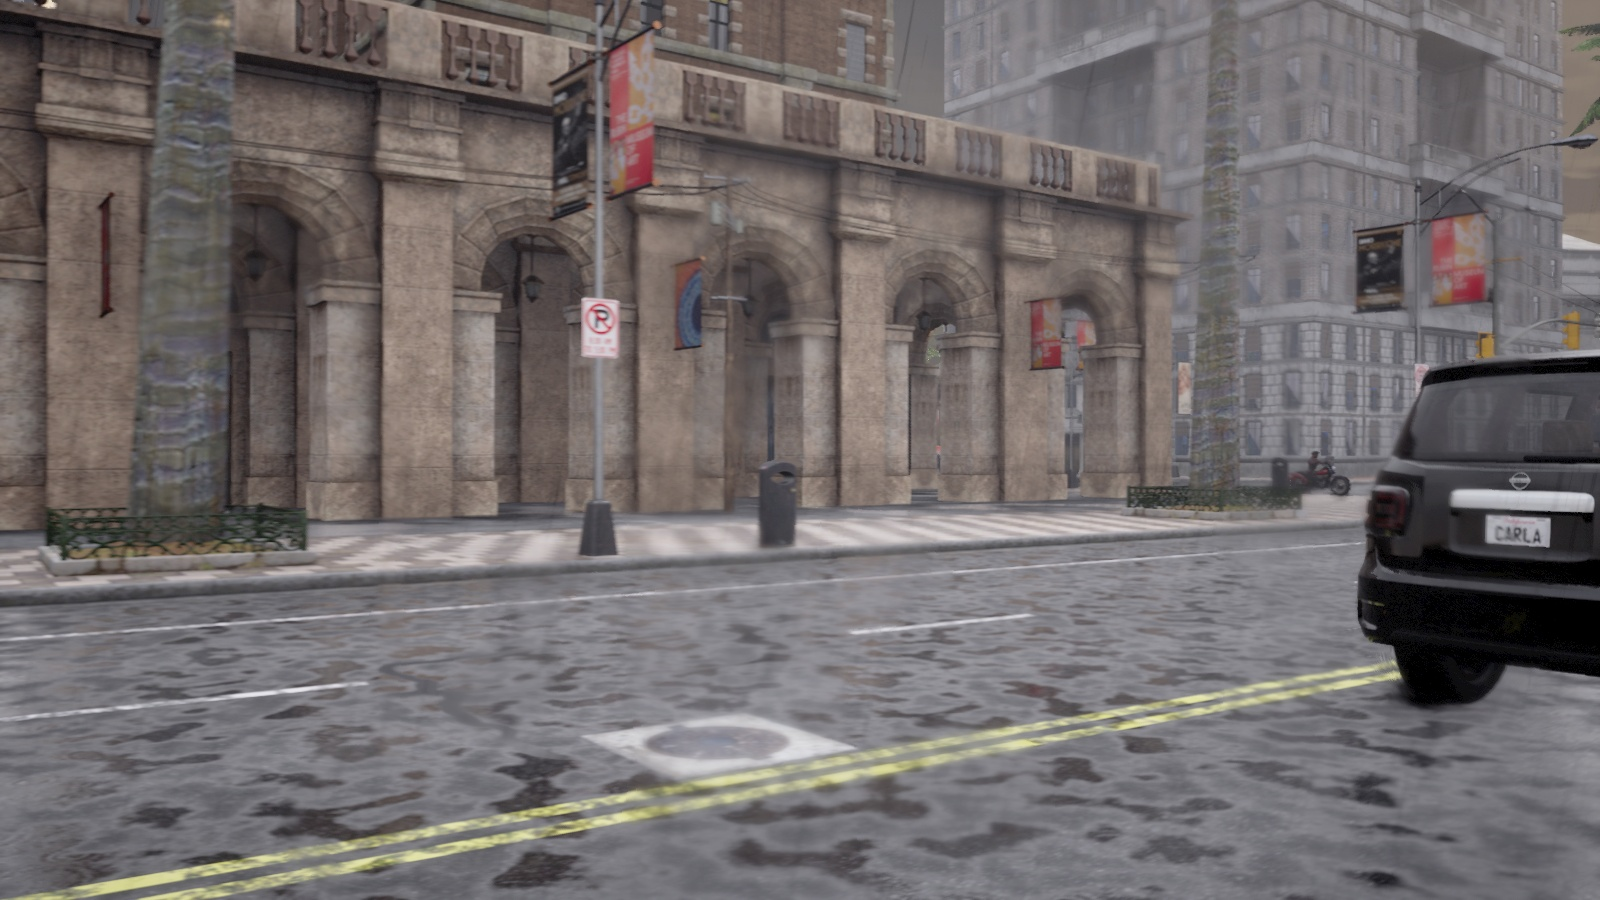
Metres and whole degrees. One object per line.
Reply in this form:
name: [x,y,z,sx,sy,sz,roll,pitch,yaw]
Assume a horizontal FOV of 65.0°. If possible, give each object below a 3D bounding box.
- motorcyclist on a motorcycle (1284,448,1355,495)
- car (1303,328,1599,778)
motorcyclist on a motorcycle: [18.949,0.766,45.817,0.766,1.649,2.350,0,0,-35]
car: [5.674,0.470,7.651,5.566,2.045,2.150,0,0,-35]
